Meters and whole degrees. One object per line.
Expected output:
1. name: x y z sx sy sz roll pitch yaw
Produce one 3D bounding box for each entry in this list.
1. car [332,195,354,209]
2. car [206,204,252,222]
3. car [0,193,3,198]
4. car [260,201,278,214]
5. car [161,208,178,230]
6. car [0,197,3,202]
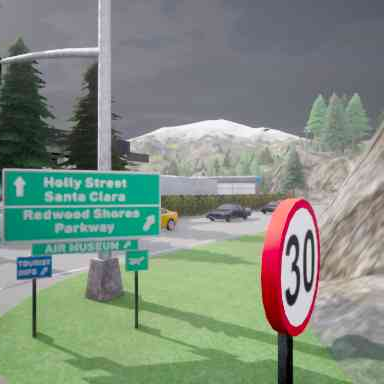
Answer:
1. car: 22.117 1.413 48.629 2.150 2.045 5.566 0 0 36
2. car: 3.364 1.739 29.092 2.033 1.411 5.357 0 0 36
3. car: -38.568 1.489 69.987 4.514 1.523 2.007 0 0 35
4. car: 9.650 1.739 37.708 2.033 1.411 5.357 0 0 36
5. car: -2.906 1.669 20.472 1.882 1.535 5.008 0 0 36
6. car: -12.363 1.505 26.047 1.905 1.878 3.866 0 0 35
